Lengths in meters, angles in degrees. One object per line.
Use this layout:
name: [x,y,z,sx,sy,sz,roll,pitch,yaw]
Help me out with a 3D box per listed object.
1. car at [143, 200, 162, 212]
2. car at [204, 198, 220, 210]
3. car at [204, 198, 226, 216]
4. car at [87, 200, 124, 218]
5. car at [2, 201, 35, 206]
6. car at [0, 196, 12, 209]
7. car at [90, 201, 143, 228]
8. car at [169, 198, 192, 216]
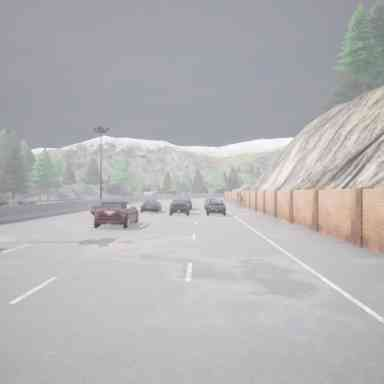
car: [-4.573,1.564,37.779,1.994,1.385,4.181,0,0,1]
car: [2.550,1.526,43.266,1.812,1.442,4.674,0,0,1]
car: [2.312,1.492,32.820,2.128,1.511,4.902,0,0,1]
car: [-8.208,1.547,32.051,2.033,1.411,5.357,0,0,1]
car: [-18.714,1.600,36.456,1.895,1.301,4.718,0,0,2]
car: [-22.197,1.207,36.997,1.994,1.385,4.181,0,0,1]
car: [-4.933,1.353,22.257,2.097,1.767,4.553,0,0,1]
car: [-1.184,1.505,33.046,1.837,1.490,4.892,0,0,1]
